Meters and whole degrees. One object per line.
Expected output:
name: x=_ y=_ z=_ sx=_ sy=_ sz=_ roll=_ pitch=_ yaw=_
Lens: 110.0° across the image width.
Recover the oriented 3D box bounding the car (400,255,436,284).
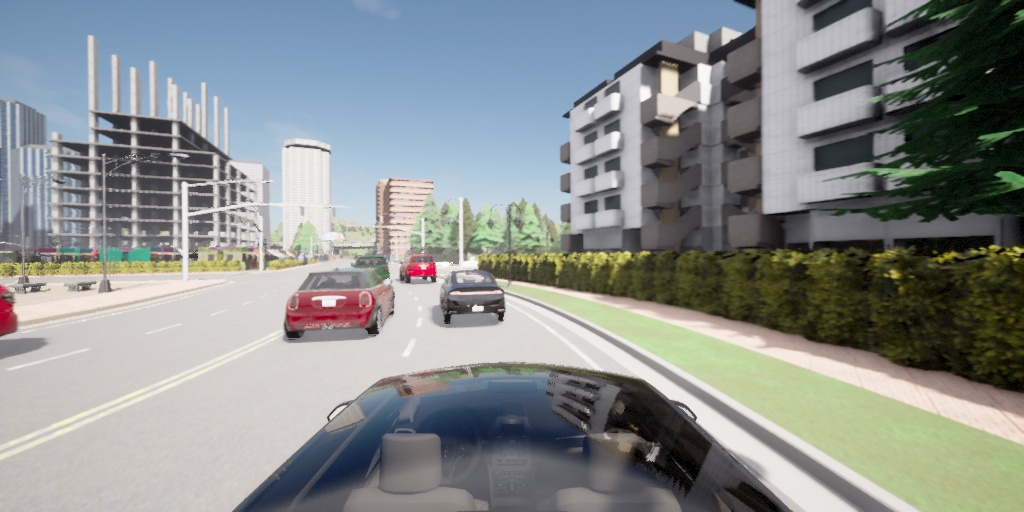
car: x=-7.263 y=0.954 z=27.603 sx=2.150 sy=2.045 sz=5.566 roll=-1 pitch=-1 yaw=-24

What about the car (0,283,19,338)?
car: x=-10.868 y=1.046 z=4.841 sx=2.150 sy=2.045 sz=5.566 roll=0 pitch=0 yaw=-7

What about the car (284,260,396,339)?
car: x=-4.707 y=1.116 z=10.493 sx=2.097 sy=1.767 sz=4.553 roll=0 pitch=0 yaw=-11

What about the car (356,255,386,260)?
car: x=-9.206 y=0.986 z=23.352 sx=2.150 sy=2.045 sz=5.566 roll=-1 pitch=0 yaw=-23

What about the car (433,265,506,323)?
car: x=-1.467 y=1.226 z=12.141 sx=2.128 sy=1.511 sz=4.902 roll=0 pitch=0 yaw=-13
